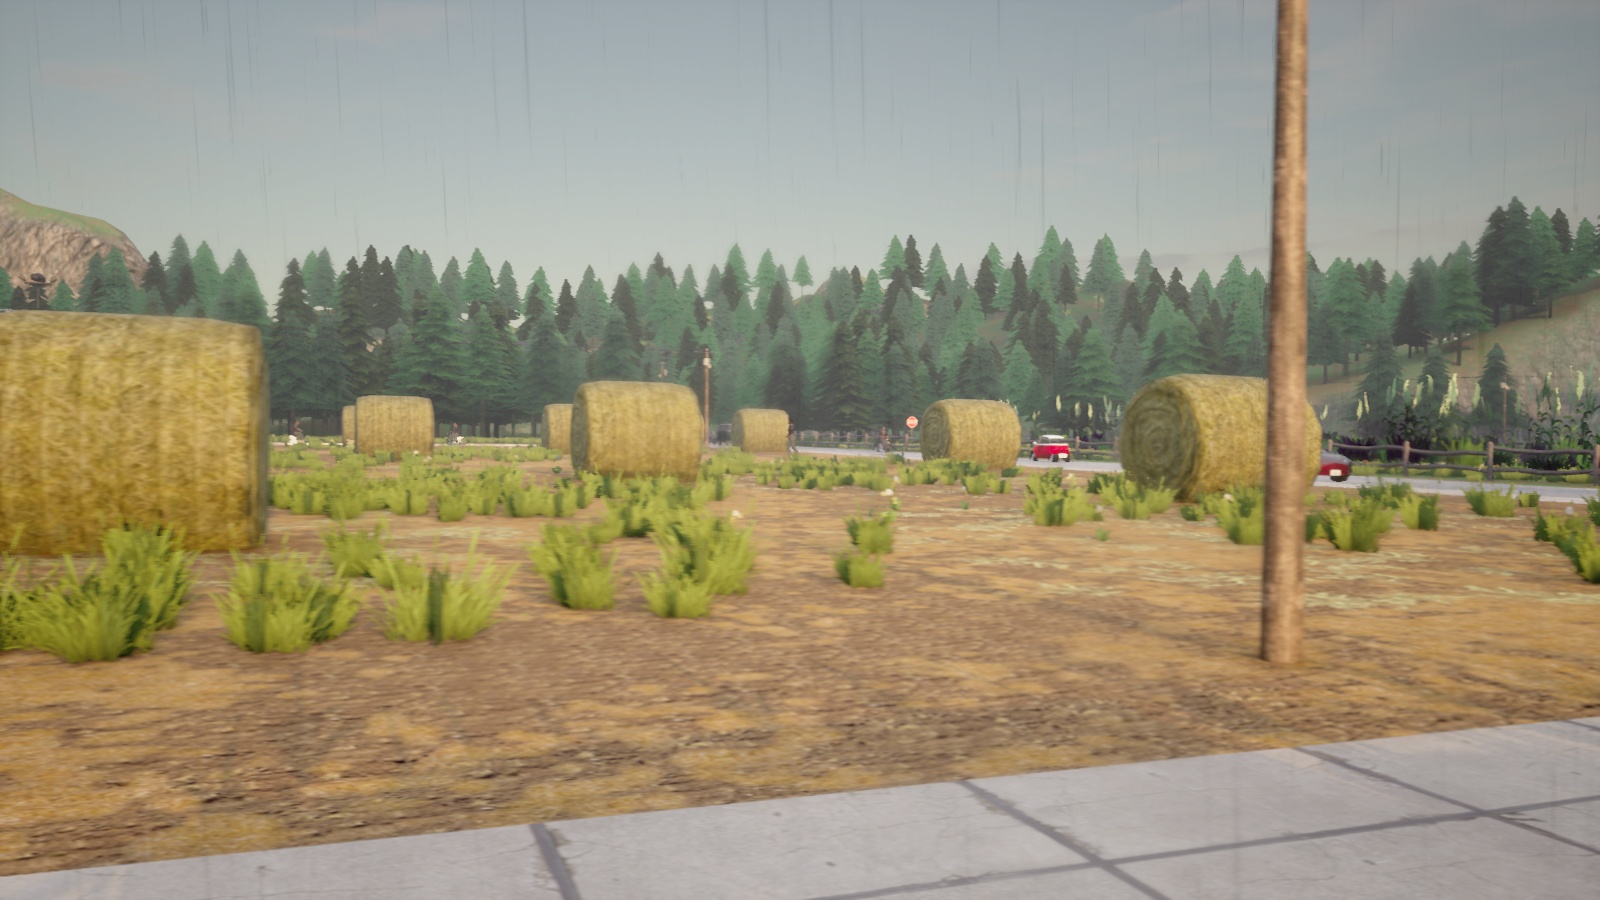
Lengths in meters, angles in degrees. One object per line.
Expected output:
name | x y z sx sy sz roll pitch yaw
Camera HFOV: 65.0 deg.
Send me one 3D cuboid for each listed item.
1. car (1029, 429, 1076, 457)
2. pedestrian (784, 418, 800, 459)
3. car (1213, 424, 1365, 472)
car | 12.779 -0.356 63.646 1.481 1.376 2.207 -1 1 -18
pedestrian | -0.379 -0.540 58.432 0.666 1.930 0.402 -1 1 -9
car | 16.149 -0.091 41.753 2.163 1.488 4.792 -1 1 -18
